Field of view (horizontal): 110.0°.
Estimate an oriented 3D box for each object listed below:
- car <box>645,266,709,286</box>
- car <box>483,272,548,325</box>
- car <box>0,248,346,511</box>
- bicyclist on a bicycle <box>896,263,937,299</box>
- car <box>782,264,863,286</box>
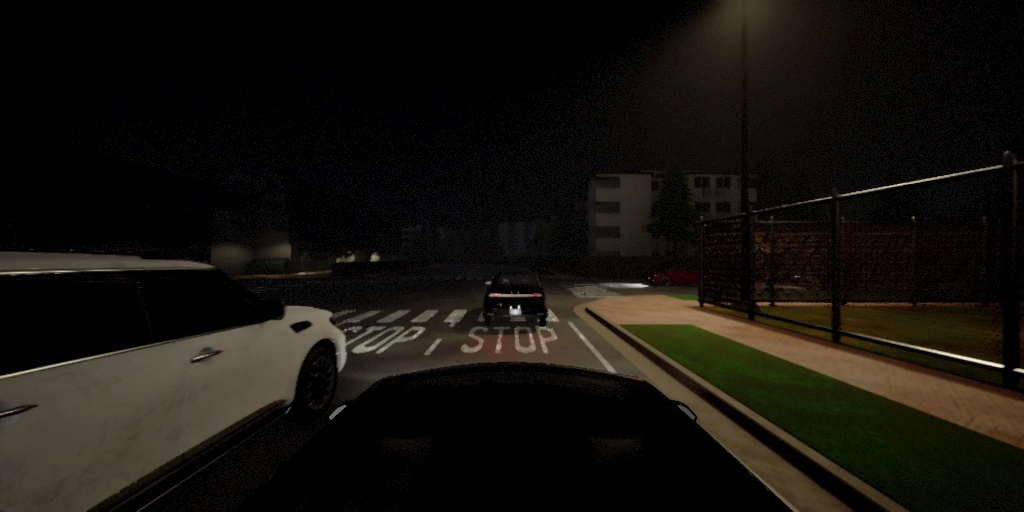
[{"bbox_3d":[11.602,1.364,25.158,4.181,1.385,1.994,0,0,0],"label":"car"},{"bbox_3d":[0.097,1.272,11.945,2.128,1.511,4.902,0,0,0],"label":"car"},{"bbox_3d":[-3.402,0.975,2.676,2.150,2.045,5.566,0,0,0],"label":"car"},{"bbox_3d":[18.260,1.079,16.221,0.582,1.620,1.656,0,0,0],"label":"bicyclist on a bicycle"},{"bbox_3d":[21.747,1.306,25.209,4.892,1.490,1.837,0,0,0],"label":"car"}]
